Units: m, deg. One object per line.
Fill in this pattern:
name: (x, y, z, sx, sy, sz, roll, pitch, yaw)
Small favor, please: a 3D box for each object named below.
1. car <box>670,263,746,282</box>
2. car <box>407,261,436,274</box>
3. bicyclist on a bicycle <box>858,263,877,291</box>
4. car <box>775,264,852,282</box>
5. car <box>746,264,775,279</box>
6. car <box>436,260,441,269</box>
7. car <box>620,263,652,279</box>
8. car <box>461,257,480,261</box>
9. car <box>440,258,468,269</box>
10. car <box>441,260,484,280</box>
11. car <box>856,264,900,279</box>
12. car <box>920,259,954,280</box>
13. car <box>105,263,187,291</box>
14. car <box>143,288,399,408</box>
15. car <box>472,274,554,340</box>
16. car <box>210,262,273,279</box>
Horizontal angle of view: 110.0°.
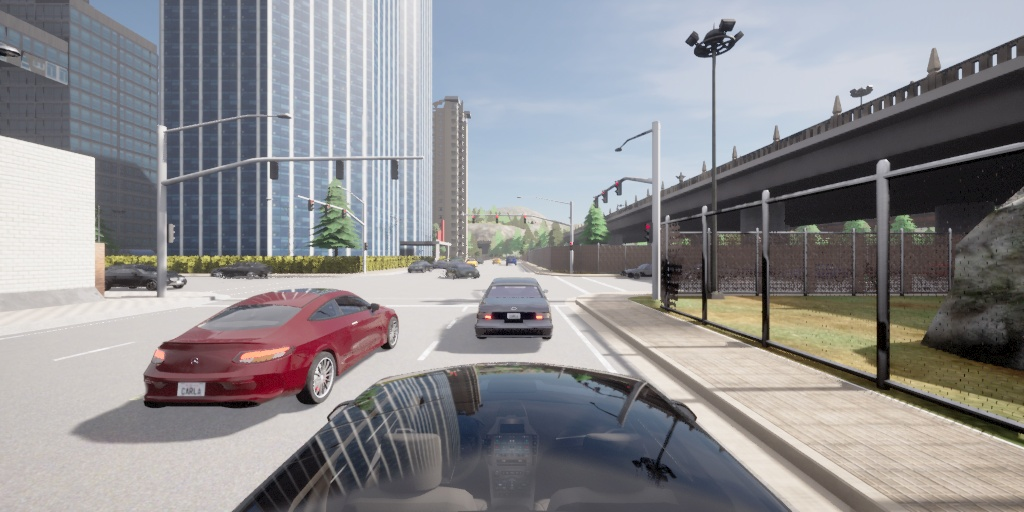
car: (15.660, 1.297, 29.145, 4.902, 1.511, 2.128, 0, 0, 0)
car: (-10.798, 1.276, 42.240, 1.812, 1.442, 4.674, 0, 0, 3)
bicyclist on a bicycle: (18.263, 1.106, 18.173, 0.582, 1.620, 1.656, 0, 0, 0)
car: (24.616, 1.331, 29.173, 4.674, 1.442, 1.812, 0, 0, 0)
car: (22.306, 1.406, 32.674, 4.718, 1.301, 1.895, 0, 0, 0)
car: (-10.704, 1.314, 52.966, 1.994, 1.385, 4.181, 0, 0, 0)
car: (12.716, 1.353, 32.632, 5.357, 1.411, 2.033, 0, 0, 0)
car: (-7.197, 1.227, 62.277, 1.882, 1.535, 5.008, 0, 0, 0)
car: (-7.191, 1.297, 45.258, 2.033, 1.411, 5.357, 0, 0, 0)
car: (-4.446, 1.344, 31.647, 1.994, 1.385, 4.181, 0, 0, -29)
car: (32.233, 1.406, 32.708, 4.718, 1.301, 1.895, 0, 0, 0)
car: (36.873, 1.028, 29.216, 5.566, 2.045, 2.150, 0, 0, 0)
car: (-22.587, 1.331, 21.799, 4.674, 1.442, 1.812, 0, 0, 0)
car: (-3.450, 1.276, 6.174, 1.812, 1.442, 4.674, 0, 0, 0)
car: (0.078, 1.297, 9.994, 2.033, 1.411, 5.357, 0, 0, 1)
car: (-24.533, 1.310, 32.616, 4.892, 1.490, 1.837, 0, 0, -2)
